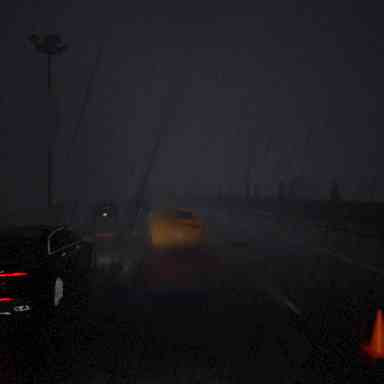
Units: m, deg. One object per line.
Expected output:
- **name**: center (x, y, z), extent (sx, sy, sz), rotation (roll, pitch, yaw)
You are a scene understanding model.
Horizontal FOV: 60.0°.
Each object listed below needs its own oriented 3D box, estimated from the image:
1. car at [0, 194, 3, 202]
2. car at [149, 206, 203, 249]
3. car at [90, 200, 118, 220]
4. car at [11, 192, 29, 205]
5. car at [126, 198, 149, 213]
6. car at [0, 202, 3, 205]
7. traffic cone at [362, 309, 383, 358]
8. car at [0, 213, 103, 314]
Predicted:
- **car**: center (-31.697, 0.981, 53.165), extent (2.150, 2.045, 5.566), rotation (0, 0, -36)
- **car**: center (-0.753, 1.398, 14.180), extent (1.882, 1.535, 5.008), rotation (0, 0, -8)
- **car**: center (-6.928, 1.369, 26.357), extent (1.837, 1.490, 4.892), rotation (0, 0, -15)
- **car**: center (-28.146, 0.967, 54.256), extent (2.150, 2.045, 5.566), rotation (0, 0, -35)
- **car**: center (-5.520, 1.312, 33.474), extent (2.128, 1.511, 4.902), rotation (0, 0, -19)
- **car**: center (-12.111, 1.471, 17.507), extent (2.033, 1.411, 5.357), rotation (0, 0, -12)
- **traffic cone**: center (2.601, 1.924, 4.610), extent (0.340, 0.580, 0.340), rotation (0, 0, 1)
- **car**: center (-3.490, 1.469, 7.496), extent (1.837, 1.490, 4.892), rotation (0, 0, -4)
